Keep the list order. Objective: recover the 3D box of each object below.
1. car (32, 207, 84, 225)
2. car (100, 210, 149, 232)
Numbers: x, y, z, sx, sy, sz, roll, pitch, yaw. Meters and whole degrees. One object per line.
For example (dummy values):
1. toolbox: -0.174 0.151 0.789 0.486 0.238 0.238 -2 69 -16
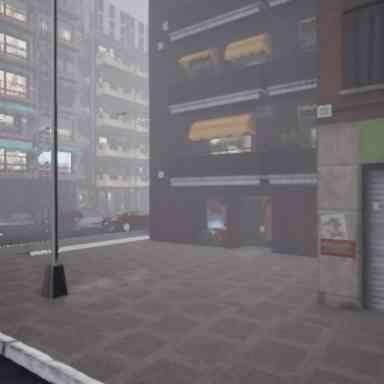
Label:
1. car: -10.915 1.929 27.390 1.802 1.307 4.206 -1 -1 35
2. car: -4.093 1.870 22.581 1.887 1.381 4.507 -1 -1 35
